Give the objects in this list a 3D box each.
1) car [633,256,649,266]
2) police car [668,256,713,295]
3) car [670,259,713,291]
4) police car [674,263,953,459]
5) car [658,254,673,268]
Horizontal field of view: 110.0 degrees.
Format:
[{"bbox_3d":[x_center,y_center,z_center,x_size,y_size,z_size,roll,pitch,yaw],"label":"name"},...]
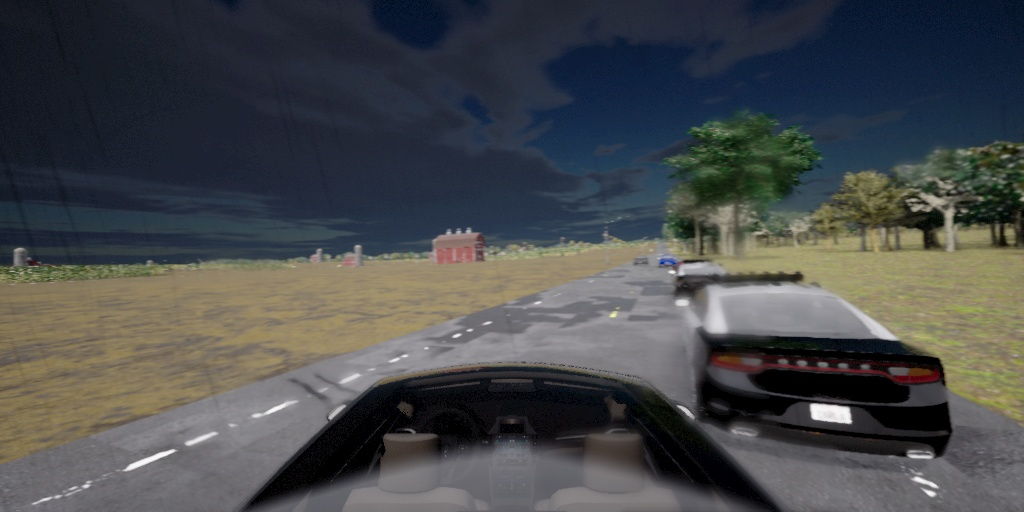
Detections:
[{"bbox_3d":[19.466,0.707,54.049,1.994,1.385,4.181,-2,0,23],"label":"car"},{"bbox_3d":[7.520,0.932,14.496,1.930,1.638,5.238,-2,0,23],"label":"police car"},{"bbox_3d":[9.838,0.963,19.913,1.812,1.442,4.674,-2,0,23],"label":"car"},{"bbox_3d":[3.593,1.047,5.298,1.930,1.638,5.238,-2,0,23],"label":"police car"},{"bbox_3d":[19.233,0.608,44.432,1.882,1.535,5.008,-2,0,24],"label":"car"}]
